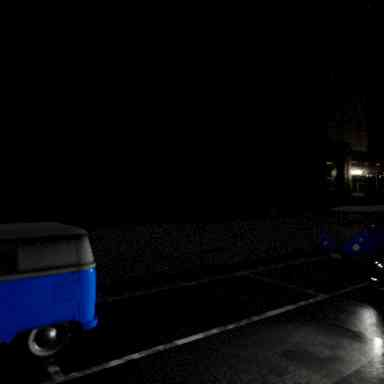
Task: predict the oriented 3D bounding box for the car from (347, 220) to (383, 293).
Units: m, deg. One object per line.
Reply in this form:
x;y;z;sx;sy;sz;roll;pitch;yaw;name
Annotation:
5.969;1.481;7.637;4.902;1.511;2.128;0;0;-35;car

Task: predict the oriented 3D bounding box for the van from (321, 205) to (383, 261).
5.873;1.328;10.836;3.998;1.788;1.690;0;0;-36;van

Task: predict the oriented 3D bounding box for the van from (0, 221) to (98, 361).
-3.275;1.341;4.311;3.998;1.788;1.690;0;0;-35;van
